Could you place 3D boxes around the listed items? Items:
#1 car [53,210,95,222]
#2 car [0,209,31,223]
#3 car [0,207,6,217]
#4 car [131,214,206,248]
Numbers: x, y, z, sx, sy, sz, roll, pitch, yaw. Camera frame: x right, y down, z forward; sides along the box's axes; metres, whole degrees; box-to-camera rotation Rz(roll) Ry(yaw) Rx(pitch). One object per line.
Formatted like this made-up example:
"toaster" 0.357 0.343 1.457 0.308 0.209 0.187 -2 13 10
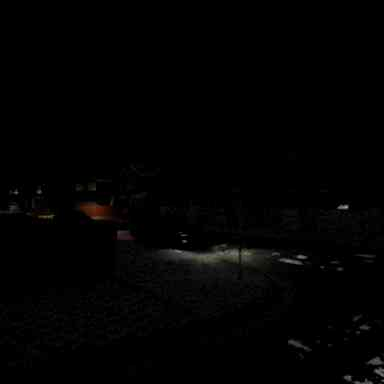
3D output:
"car" -9.446 2.234 26.575 1.837 1.490 4.892 0 0 -44
"car" -19.446 2.584 36.211 5.357 1.411 2.033 -2 -1 42
"car" -29.759 2.951 49.715 2.033 1.411 5.357 0 -1 -45
"car" -1.363 1.942 17.602 1.882 1.535 5.008 0 -1 -41
